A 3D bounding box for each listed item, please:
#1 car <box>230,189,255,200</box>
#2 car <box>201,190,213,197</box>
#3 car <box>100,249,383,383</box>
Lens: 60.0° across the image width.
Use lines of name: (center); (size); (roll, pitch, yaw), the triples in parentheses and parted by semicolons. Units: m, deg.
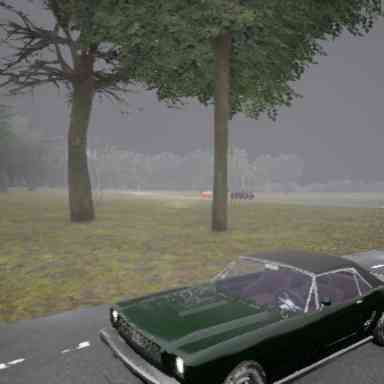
car: (10.102, 0.488, 66.420); (2.150, 2.045, 5.566); (1, 0, -35)
car: (4.114, 0.293, 74.870); (2.097, 1.767, 4.553); (1, 0, -35)
car: (1.221, 1.599, 4.737); (4.718, 1.301, 1.895); (0, 0, -35)
